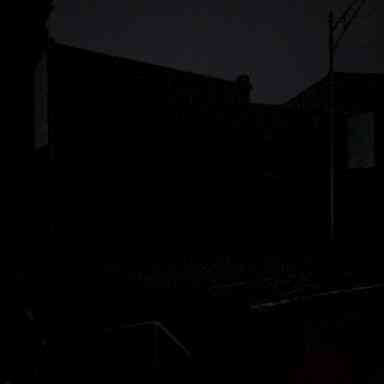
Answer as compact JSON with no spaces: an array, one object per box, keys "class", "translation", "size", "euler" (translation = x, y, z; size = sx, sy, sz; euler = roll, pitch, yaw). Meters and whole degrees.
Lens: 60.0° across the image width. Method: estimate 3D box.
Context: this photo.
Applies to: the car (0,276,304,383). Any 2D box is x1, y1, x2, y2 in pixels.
[{"class":"car","translation":[-1.274,1.600,2.937],"size":[4.718,1.301,1.895],"euler":[0,0,-33]}]
